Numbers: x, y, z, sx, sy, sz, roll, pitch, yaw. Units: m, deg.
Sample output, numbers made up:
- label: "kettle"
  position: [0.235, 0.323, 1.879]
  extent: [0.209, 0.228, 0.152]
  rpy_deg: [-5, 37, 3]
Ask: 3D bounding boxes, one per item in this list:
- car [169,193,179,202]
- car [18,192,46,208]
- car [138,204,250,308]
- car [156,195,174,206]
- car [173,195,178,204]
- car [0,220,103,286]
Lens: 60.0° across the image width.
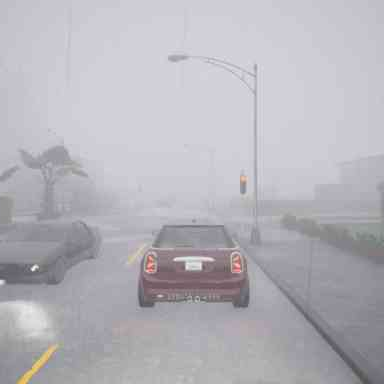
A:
- label: "car"
  position: [-3.933, 1.225, 70.546]
  extent: [2.150, 2.045, 5.566]
  rpy_deg: [0, 0, 0]
- label: "car"
  position: [-19.725, 0.985, 41.981]
  extent: [1.905, 1.878, 3.866]
  rpy_deg: [0, 0, 35]
- label: "car"
  position: [0.051, 1.352, 8.105]
  extent: [2.097, 1.767, 4.553]
  rpy_deg: [0, 0, 1]
- label: "car"
  position: [-4.056, 1.564, 47.917]
  extent: [1.994, 1.385, 4.181]
  rpy_deg: [0, 0, 0]
- label: "car"
  position: [-4.026, 1.601, 57.988]
  extent: [1.895, 1.301, 4.718]
  rpy_deg: [0, 0, 0]
- label: "car"
  position: [-4.103, 1.547, 9.748]
  extent: [2.033, 1.411, 5.357]
  rpy_deg: [0, 0, 0]
